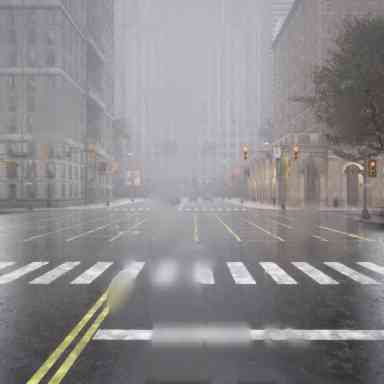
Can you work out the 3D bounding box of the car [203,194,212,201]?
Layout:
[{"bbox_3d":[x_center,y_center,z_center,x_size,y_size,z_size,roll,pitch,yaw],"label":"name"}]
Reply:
[{"bbox_3d":[3.691,1.280,78.572,2.097,1.767,4.553,0,0,1],"label":"car"}]

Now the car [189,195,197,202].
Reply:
[{"bbox_3d":[0.192,1.449,78.638,2.128,1.511,4.902,0,0,1],"label":"car"}]

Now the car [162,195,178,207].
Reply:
[{"bbox_3d":[-3.570,1.601,51.297,1.895,1.301,4.718,0,0,0],"label":"car"}]

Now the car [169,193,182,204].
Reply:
[{"bbox_3d":[-3.499,1.222,64.456,2.150,2.045,5.566,0,0,1],"label":"car"}]

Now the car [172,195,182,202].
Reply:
[{"bbox_3d":[-3.351,1.500,74.585,1.837,1.490,4.892,0,0,1],"label":"car"}]
